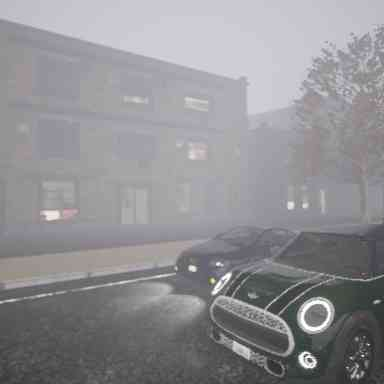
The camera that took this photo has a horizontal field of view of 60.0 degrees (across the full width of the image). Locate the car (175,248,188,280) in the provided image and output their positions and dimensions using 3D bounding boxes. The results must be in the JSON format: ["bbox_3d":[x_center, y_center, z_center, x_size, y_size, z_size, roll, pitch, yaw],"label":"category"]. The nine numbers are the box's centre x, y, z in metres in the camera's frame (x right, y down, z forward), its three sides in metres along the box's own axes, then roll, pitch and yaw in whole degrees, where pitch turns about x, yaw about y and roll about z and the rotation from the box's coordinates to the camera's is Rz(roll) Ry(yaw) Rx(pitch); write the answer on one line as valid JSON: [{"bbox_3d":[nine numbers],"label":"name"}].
[{"bbox_3d":[1.637,1.590,8.842,4.181,1.385,1.994,0,0,-35],"label":"car"}]

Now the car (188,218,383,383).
[{"bbox_3d":[2.440,1.373,5.424,4.553,1.767,2.097,0,0,-36],"label":"car"}]
